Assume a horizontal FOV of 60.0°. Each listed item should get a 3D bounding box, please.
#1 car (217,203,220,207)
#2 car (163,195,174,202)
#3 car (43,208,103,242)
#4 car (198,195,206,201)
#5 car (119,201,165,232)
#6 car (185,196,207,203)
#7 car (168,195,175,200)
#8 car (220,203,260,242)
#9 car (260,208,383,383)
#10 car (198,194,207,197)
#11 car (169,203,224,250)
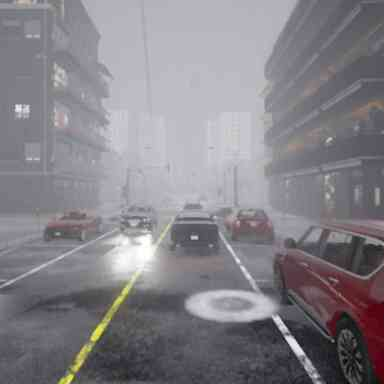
[{"bbox_3d":[2.687,1.576,27.707,1.802,1.307,4.206,0,0,0],"label":"car"},{"bbox_3d":[-5.792,1.576,76.936,1.887,1.381,4.507,0,0,0],"label":"car"},{"bbox_3d":[-5.691,1.537,16.375,1.887,1.381,4.507,0,0,0],"label":"car"},{"bbox_3d":[2.673,1.615,87.985,1.947,1.339,4.313,0,0,0],"label":"car"},{"bbox_3d":[-3.104,1.484,20.213,2.128,1.511,4.902,0,0,0],"label":"car"},{"bbox_3d":[0.091,1.487,32.651,2.128,1.511,4.902,0,0,0],"label":"car"},{"bbox_3d":[-5.708,1.582,93.339,1.752,1.417,4.829,0,0,0],"label":"car"},{"bbox_3d":[2.689,1.433,16.377,1.967,1.590,4.097,0,0,0],"label":"car"},{"bbox_3d":[2.692,1.312,5.049,2.192,1.841,5.009,0,0,0],"label":"car"},{"bbox_3d":[2.675,1.355,82.460,2.192,1.841,5.009,0,0,0],"label":"car"},{"bbox_3d":[0.091,1.470,14.263,1.882,1.535,5.008,0,0,0],"label":"car"}]
